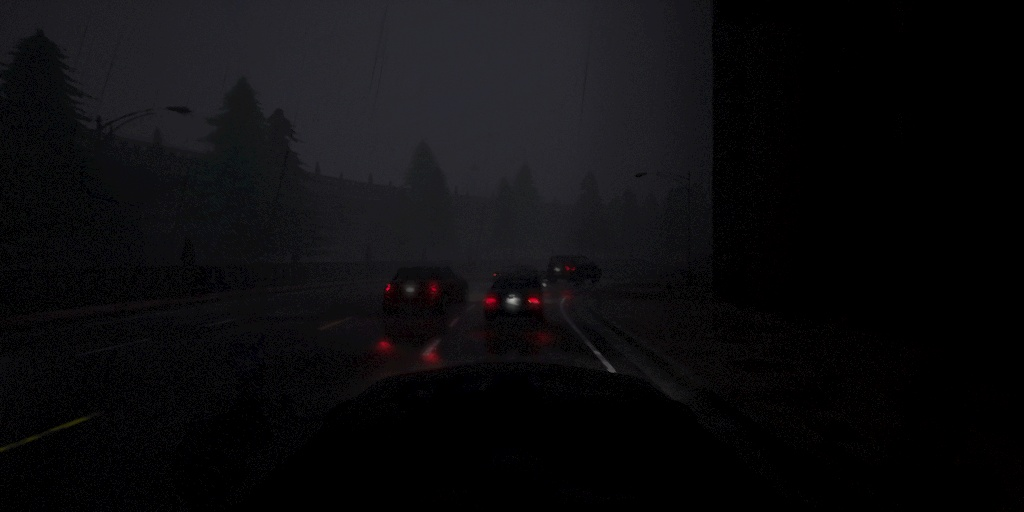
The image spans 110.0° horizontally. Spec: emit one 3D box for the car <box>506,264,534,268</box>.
[{"bbox_3d":[0.646,1.305,25.889,2.033,1.411,5.357,0,0,31],"label":"car"}]

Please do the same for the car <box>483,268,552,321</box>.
[{"bbox_3d":[0.208,1.301,12.421,2.033,1.411,5.357,0,0,4],"label":"car"}]

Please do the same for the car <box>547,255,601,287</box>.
[{"bbox_3d":[4.415,0.980,25.274,2.150,2.045,5.566,0,0,33],"label":"car"}]

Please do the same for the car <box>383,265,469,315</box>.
[{"bbox_3d":[-3.094,1.109,13.832,2.097,1.767,4.553,0,0,6],"label":"car"}]
